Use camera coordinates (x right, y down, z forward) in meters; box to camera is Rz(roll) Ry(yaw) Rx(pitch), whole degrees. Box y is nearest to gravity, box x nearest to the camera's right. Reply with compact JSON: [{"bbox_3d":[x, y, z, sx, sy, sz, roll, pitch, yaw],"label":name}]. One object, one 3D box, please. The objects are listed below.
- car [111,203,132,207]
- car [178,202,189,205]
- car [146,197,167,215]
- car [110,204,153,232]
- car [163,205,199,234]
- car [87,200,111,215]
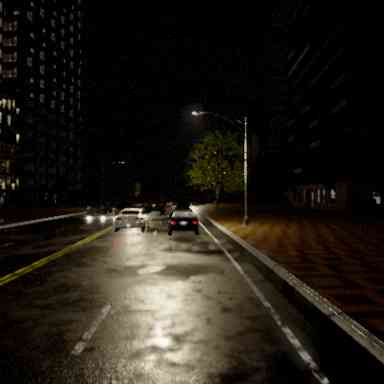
[{"bbox_3d":[-7.728,1.962,38.686,1.812,1.442,4.674,0,-1,0],"label":"car"},{"bbox_3d":[-1.060,1.991,41.927,1.812,1.442,4.674,0,-1,0],"label":"car"},{"bbox_3d":[-4.318,1.668,39.949,2.150,2.045,5.566,0,-1,-1],"label":"car"},{"bbox_3d":[-3.855,1.770,21.902,1.812,1.442,4.674,0,-1,-3],"label":"car"},{"bbox_3d":[-0.553,1.775,20.765,2.033,1.411,5.357,0,-1,-3],"label":"car"},{"bbox_3d":[-10.977,1.803,39.730,2.097,1.767,4.553,0,-1,0],"label":"car"}]
